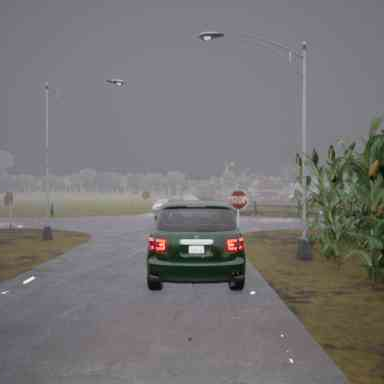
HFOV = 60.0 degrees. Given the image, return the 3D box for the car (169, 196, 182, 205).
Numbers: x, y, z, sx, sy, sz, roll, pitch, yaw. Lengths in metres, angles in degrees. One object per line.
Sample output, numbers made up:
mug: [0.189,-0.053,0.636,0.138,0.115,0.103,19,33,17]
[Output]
car: [-2.901,1.463,59.567,1.882,1.535,5.008,0,0,1]

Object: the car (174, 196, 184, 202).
car: [-2.889,1.533,73.396,1.994,1.385,4.181,0,0,0]

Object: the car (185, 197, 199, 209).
car: [0.011,1.461,47.040,1.882,1.535,5.008,0,0,0]

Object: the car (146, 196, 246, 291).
car: [0.087,1.216,9.161,2.150,2.045,5.566,0,0,0]

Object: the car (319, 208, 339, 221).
car: [12.561,1.465,26.235,4.902,1.511,2.128,0,2,-2]

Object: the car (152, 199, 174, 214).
car: [-3.081,1.510,35.934,1.812,1.442,4.674,0,0,3]

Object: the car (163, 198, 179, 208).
car: [-2.927,1.548,47.678,1.994,1.385,4.181,0,0,0]

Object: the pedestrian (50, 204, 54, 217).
pedestrian: [-12.236,1.609,29.175,0.500,1.100,0.500,0,2,0]
